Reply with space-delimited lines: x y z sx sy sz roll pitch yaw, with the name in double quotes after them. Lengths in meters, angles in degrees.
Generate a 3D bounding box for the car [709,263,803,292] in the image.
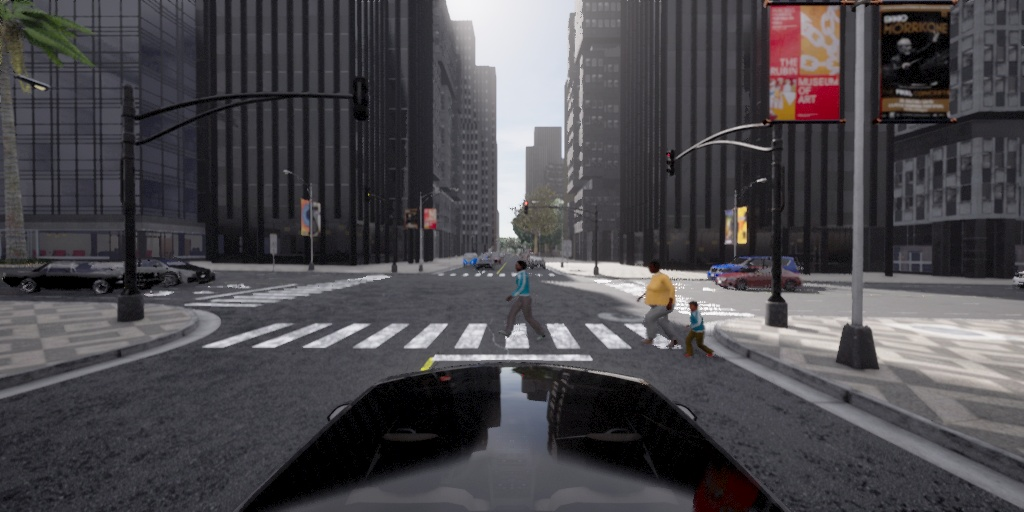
14.912 1.334 21.711 4.674 1.442 1.812 1 1 0 "car"

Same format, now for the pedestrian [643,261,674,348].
3.045 0.973 7.465 0.375 1.860 0.375 0 1 0 "pedestrian"

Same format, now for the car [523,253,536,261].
3.104 0.680 52.810 2.007 1.370 4.403 0 0 1 "car"

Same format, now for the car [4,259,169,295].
-17.875 0.884 15.141 4.718 1.301 1.895 1 1 0 "car"

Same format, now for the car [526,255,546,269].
2.993 0.813 41.786 2.007 1.370 4.403 0 0 1 "car"

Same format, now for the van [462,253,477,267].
-5.476 0.535 47.382 1.690 1.789 3.998 0 0 1 "van"

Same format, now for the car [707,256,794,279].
16.738 1.029 24.943 5.566 2.045 2.150 1 1 0 "car"

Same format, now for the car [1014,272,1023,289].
38.691 1.446 24.846 5.566 2.045 2.150 1 1 0 "car"

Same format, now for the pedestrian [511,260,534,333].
0.231 0.965 8.071 0.375 1.860 0.375 0 1 0 "pedestrian"

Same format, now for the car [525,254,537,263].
3.050 0.721 47.468 1.751 1.417 4.829 0 0 1 "car"

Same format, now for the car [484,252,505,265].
-2.695 0.443 55.959 2.097 1.767 4.553 0 1 1 "car"

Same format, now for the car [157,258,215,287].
-17.836 0.814 18.392 4.181 1.385 1.994 1 1 0 "car"

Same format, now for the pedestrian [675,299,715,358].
3.487 1.362 6.752 0.500 1.100 0.500 0 1 0 "pedestrian"

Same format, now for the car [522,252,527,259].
3.160 0.378 58.323 2.192 1.841 5.009 0 0 1 "car"

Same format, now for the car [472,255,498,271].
-2.887 0.893 39.302 1.895 1.301 4.718 0 1 1 "car"

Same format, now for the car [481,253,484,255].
-5.365 0.628 58.405 1.948 1.339 4.313 0 0 1 "car"
